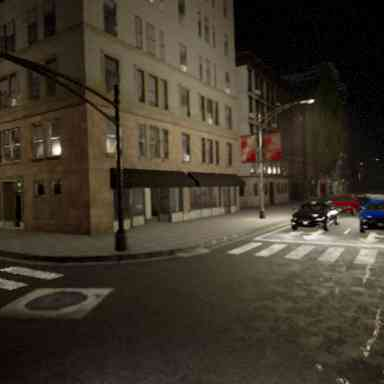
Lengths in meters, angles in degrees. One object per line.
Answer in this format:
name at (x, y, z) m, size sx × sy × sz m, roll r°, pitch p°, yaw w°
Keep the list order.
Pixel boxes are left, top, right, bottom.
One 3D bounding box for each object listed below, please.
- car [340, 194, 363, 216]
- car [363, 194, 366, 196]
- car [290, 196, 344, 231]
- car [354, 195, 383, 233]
car at (12.388, 1.011, 27.053) m, size 1.882 × 1.535 × 5.008 m, roll -2°, pitch 0°, yaw 33°
car at (18.207, 0.892, 36.113) m, size 1.994 × 1.385 × 4.181 m, roll -2°, pitch 0°, yaw 33°
car at (6.910, 1.231, 18.506) m, size 1.837 × 1.490 × 4.892 m, roll -2°, pitch 0°, yaw 33°
car at (9.641, 1.128, 16.745) m, size 1.882 × 1.535 × 5.008 m, roll -2°, pitch 0°, yaw 33°
